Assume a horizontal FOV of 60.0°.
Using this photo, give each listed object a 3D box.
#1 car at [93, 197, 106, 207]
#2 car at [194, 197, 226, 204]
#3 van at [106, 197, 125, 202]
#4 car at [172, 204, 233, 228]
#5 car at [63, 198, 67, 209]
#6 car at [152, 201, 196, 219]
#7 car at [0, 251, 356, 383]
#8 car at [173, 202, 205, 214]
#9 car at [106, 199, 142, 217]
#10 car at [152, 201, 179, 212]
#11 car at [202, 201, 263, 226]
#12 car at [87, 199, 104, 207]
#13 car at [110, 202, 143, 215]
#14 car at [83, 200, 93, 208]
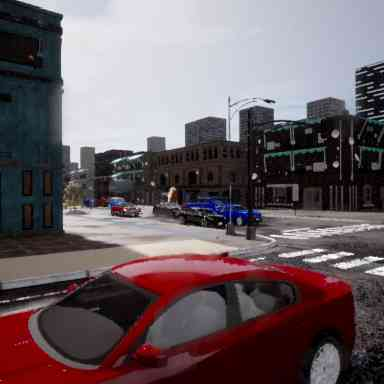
[{"bbox_3d":[-16.470,1.940,63.355,2.192,1.841,5.009,-1,0,-35],"label":"car"},{"bbox_3d":[1.371,1.493,33.714,2.150,2.045,5.566,-1,0,-35],"label":"car"},{"bbox_3d":[-13.263,1.907,58.844,1.690,1.788,3.998,-1,0,-35],"label":"van"},{"bbox_3d":[0.682,1.814,24.561,1.947,1.339,4.313,-2,0,-35],"label":"car"},{"bbox_3d":[-23.196,2.233,58.360,1.752,1.417,4.829,-1,0,-35],"label":"car"},{"bbox_3d":[-2.189,1.813,33.295,2.128,1.511,4.902,-1,0,-35],"label":"car"},{"bbox_3d":[-0.285,1.477,3.481,5.008,1.535,1.882,0,0,-35],"label":"car"},{"bbox_3d":[-0.430,1.904,40.799,1.802,1.307,4.206,-2,0,-35],"label":"car"},{"bbox_3d":[-7.262,1.846,35.941,1.967,1.590,4.097,-1,0,-35],"label":"car"},{"bbox_3d":[-3.636,1.966,45.310,1.802,1.307,4.206,-2,0,-35],"label":"car"},{"bbox_3d":[3.209,1.692,25.697,1.882,1.535,5.008,-1,0,-36],"label":"car"},{"bbox_3d":[-19.672,2.227,67.867,1.887,1.381,4.507,-1,0,-35],"label":"car"},{"bbox_3d":[-8.319,1.989,41.929,2.033,1.411,5.357,-1,0,-35],"label":"car"},{"bbox_3d":[-19.522,2.194,63.217,1.812,1.442,4.674,-1,0,-35],"label":"car"}]
